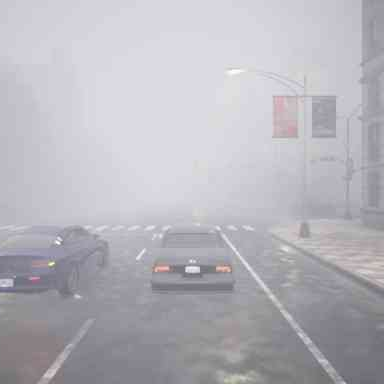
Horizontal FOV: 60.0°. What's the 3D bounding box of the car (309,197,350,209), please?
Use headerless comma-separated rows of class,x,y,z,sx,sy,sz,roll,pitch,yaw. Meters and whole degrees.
car,19.053,1.504,46.177,4.892,1.490,1.837,0,0,0

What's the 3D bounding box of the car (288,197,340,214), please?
car,12.370,1.353,34.464,4.553,1.767,2.097,0,0,0

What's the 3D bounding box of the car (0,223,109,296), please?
car,-3.488,1.526,8.505,1.812,1.442,4.674,0,0,0

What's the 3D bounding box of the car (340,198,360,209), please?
car,19.071,1.525,42.685,4.674,1.442,1.812,0,0,0

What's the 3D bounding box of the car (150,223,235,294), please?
car,0.010,1.547,8.945,2.033,1.411,5.357,0,0,0
